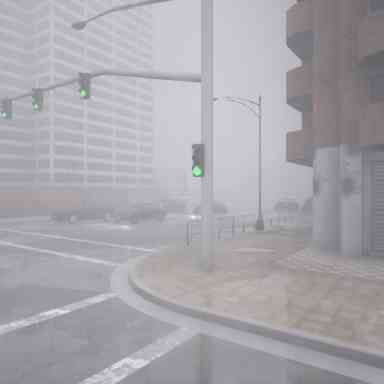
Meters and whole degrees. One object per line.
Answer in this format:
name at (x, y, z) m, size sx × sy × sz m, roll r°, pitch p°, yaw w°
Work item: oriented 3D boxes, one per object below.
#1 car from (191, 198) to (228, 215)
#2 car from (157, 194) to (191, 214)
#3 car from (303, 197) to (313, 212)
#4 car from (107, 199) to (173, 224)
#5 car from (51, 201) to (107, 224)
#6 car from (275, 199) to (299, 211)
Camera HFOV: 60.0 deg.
car at (1.881, 1.564, 33.234) m, size 1.994 × 1.385 × 4.181 m, roll 0°, pitch 0°, yaw 36°
car at (-2.541, 1.352, 33.063) m, size 2.097 × 1.767 × 4.553 m, roll 0°, pitch 0°, yaw 35°
car at (14.527, 1.352, 38.682) m, size 2.097 × 1.767 × 4.553 m, roll 0°, pitch 0°, yaw 35°
car at (-3.817, 1.526, 25.182) m, size 1.812 × 1.442 × 4.674 m, roll 0°, pitch 0°, yaw 35°
car at (-8.118, 1.478, 25.195) m, size 1.882 × 1.535 × 5.008 m, roll 0°, pitch 0°, yaw 35°
car at (11.648, 1.526, 40.701) m, size 1.812 × 1.442 × 4.674 m, roll 0°, pitch 0°, yaw 35°
